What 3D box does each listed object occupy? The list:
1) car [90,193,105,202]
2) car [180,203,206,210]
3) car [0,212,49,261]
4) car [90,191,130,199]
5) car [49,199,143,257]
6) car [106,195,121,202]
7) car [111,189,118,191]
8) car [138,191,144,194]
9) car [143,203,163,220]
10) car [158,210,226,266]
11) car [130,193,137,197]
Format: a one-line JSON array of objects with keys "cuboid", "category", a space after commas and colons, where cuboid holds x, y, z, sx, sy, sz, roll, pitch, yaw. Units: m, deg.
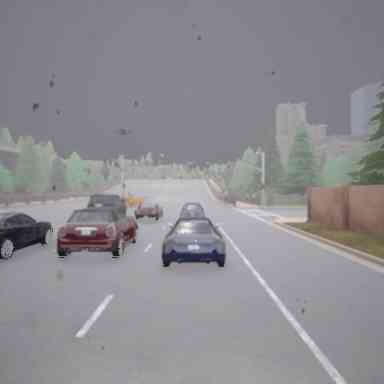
[{"cuboid": [-21.031, 1.203, 74.548, 2.097, 1.767, 4.553, 0, 1, 0], "category": "car"}, {"cuboid": [0.054, 1.512, 24.907, 2.033, 1.411, 5.357, 0, 0, 1], "category": "car"}, {"cuboid": [-6.935, 1.460, 12.315, 1.882, 1.535, 5.008, 0, 0, 0], "category": "car"}, {"cuboid": [-6.927, 1.185, 27.454, 2.150, 2.045, 5.566, 0, 0, 0], "category": "car"}, {"cuboid": [-3.432, 1.334, 12.934, 2.097, 1.767, 4.553, 0, 0, 0], "category": "car"}, {"cuboid": [-17.531, 1.388, 74.539, 2.033, 1.411, 5.357, 0, 1, 0], "category": "car"}, {"cuboid": [-21.113, 0.047, 89.989, 2.097, 1.767, 4.553, 0, 5, 0], "category": "car"}, {"cuboid": [-14.113, 0.219, 90.010, 2.128, 1.511, 4.902, 0, 5, 0], "category": "car"}, {"cuboid": [-3.428, 1.563, 27.176, 1.895, 1.301, 4.718, 0, 0, 0], "category": "car"}, {"cuboid": [0.062, 1.547, 11.495, 1.994, 1.385, 4.181, 0, 0, 0], "category": "car"}, {"cuboid": [-14.031, 1.348, 74.555, 1.837, 1.490, 4.892, 0, 1, 0], "category": "car"}]
